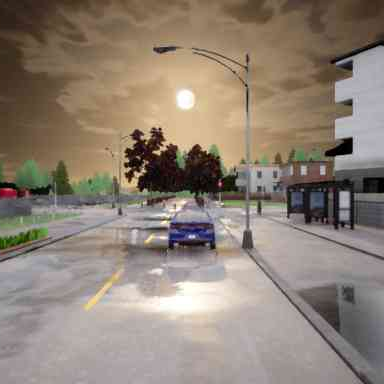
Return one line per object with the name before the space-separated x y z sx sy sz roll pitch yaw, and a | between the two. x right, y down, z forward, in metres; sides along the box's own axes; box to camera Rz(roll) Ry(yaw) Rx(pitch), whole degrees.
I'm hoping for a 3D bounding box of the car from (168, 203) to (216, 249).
car | 0.000 1.484 14.650 1.882 1.535 5.008 0 0 0
